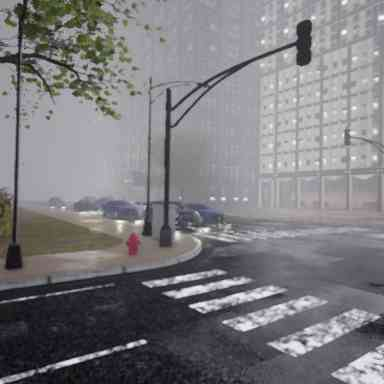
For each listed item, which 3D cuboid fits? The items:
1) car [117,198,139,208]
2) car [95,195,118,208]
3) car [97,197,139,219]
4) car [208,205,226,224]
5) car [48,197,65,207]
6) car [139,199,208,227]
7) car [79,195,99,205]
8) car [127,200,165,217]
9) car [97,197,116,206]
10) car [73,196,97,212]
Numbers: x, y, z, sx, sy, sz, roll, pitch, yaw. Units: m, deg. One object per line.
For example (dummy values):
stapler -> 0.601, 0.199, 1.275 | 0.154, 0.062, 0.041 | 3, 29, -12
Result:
car -> -10.255, 1.712, 52.991 | 1.812, 1.442, 4.674 | 2, -1, -34
car -> -13.431, 1.463, 51.944 | 2.097, 1.767, 4.553 | 2, -1, -33
car -> -6.466, 1.466, 29.564 | 1.882, 1.535, 5.008 | 2, -1, -34
car -> 0.492, 1.550, 24.989 | 1.882, 1.535, 5.008 | 2, -1, -34
car -> -21.119, 1.493, 51.712 | 1.812, 1.442, 4.674 | 2, -1, -34
car -> -1.343, 1.352, 21.893 | 2.097, 1.767, 4.553 | 2, -1, -34
car -> -18.488, 1.450, 59.487 | 2.097, 1.767, 4.553 | 2, -1, -34
car -> -4.546, 1.587, 32.537 | 1.812, 1.442, 4.674 | 2, -1, -34
car -> -15.805, 1.698, 61.313 | 1.812, 1.442, 4.674 | 2, -1, -34
car -> -12.234, 1.539, 38.223 | 1.994, 1.385, 4.181 | 2, -1, -34
